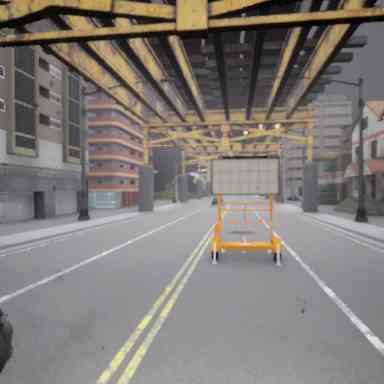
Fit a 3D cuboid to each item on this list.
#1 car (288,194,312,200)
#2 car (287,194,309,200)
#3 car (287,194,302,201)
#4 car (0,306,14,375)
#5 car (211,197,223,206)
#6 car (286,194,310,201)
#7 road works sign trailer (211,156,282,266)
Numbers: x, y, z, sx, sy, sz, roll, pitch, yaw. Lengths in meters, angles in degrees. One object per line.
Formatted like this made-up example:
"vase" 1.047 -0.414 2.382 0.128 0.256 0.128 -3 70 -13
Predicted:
"car" 23.497 1.149 72.382 4.536 1.218 1.853 0 0 -12
"car" 24.370 1.121 76.420 4.536 1.218 1.853 0 0 33
"car" 23.447 1.307 72.371 4.974 1.542 2.038 0 0 -12
"car" -3.077 1.547 1.910 1.812 1.442 4.674 0 0 8
"car" 4.336 1.594 56.394 2.033 1.411 5.357 0 0 8
"car" 24.327 1.278 76.449 4.974 1.542 2.038 0 0 33
"road works sign trailer" 1.901 0.521 11.930 2.380 3.560 2.880 0 0 8
